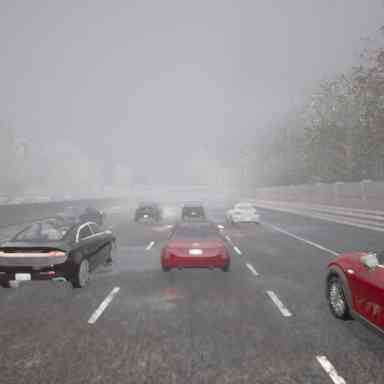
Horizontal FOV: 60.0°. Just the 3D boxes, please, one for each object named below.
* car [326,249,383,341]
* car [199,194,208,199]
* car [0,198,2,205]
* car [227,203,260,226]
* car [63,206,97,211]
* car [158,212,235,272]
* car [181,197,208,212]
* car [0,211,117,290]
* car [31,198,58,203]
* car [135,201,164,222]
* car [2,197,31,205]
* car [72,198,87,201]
[{"bbox_3d":[3.578,1.315,4.451,2.097,1.767,4.553,0,0,0],"label":"car"},{"bbox_3d":[3.525,1.654,91.178,1.812,1.442,4.674,0,0,0],"label":"car"},{"bbox_3d":[-28.036,1.530,50.042,1.882,1.535,5.008,0,0,1],"label":"car"},{"bbox_3d":[3.505,1.510,23.160,1.812,1.442,4.674,0,0,0],"label":"car"},{"bbox_3d":[-6.894,1.564,20.704,2.033,1.411,5.357,0,0,0],"label":"car"},{"bbox_3d":[0.103,1.571,10.889,1.994,1.385,4.181,0,0,0],"label":"car"},{"bbox_3d":[0.109,1.502,28.381,1.882,1.535,5.008,0,0,0],"label":"car"},{"bbox_3d":[-3.397,1.497,9.112,2.128,1.511,4.902,0,0,0],"label":"car"},{"bbox_3d":[-21.059,1.575,48.489,1.812,1.442,4.674,0,0,0],"label":"car"},{"bbox_3d":[-3.394,1.528,26.817,1.837,1.490,4.892,0,0,0],"label":"car"},{"bbox_3d":[-24.554,1.597,48.056,2.033,1.411,5.357,0,0,1],"label":"car"},{"bbox_3d":[-17.541,1.602,52.052,2.033,1.411,5.357,0,0,1],"label":"car"}]
